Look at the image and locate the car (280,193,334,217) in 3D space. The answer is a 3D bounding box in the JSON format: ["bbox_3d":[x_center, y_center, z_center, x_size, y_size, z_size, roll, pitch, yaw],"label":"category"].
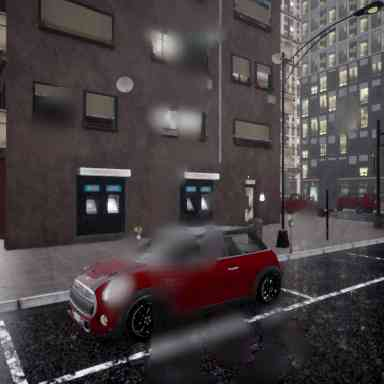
[{"bbox_3d":[8.680,1.010,27.326,2.192,1.841,5.009,2,0,-36],"label":"car"}]

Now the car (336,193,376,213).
[{"bbox_3d":[15.424,1.030,32.300,2.192,1.841,5.009,1,0,-36],"label":"car"}]

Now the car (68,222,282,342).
[{"bbox_3d":[-0.197,1.440,6.415,4.097,1.590,1.967,0,0,-35],"label":"car"}]
